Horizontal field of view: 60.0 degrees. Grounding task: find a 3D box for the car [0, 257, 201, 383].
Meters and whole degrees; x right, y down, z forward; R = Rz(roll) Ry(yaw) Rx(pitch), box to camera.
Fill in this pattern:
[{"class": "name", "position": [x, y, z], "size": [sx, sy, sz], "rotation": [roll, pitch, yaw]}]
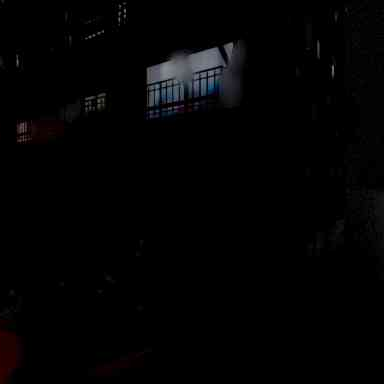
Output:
[{"class": "car", "position": [-2.012, 1.545, 4.306], "size": [4.507, 1.381, 1.887], "rotation": [0, 0, 35]}]
